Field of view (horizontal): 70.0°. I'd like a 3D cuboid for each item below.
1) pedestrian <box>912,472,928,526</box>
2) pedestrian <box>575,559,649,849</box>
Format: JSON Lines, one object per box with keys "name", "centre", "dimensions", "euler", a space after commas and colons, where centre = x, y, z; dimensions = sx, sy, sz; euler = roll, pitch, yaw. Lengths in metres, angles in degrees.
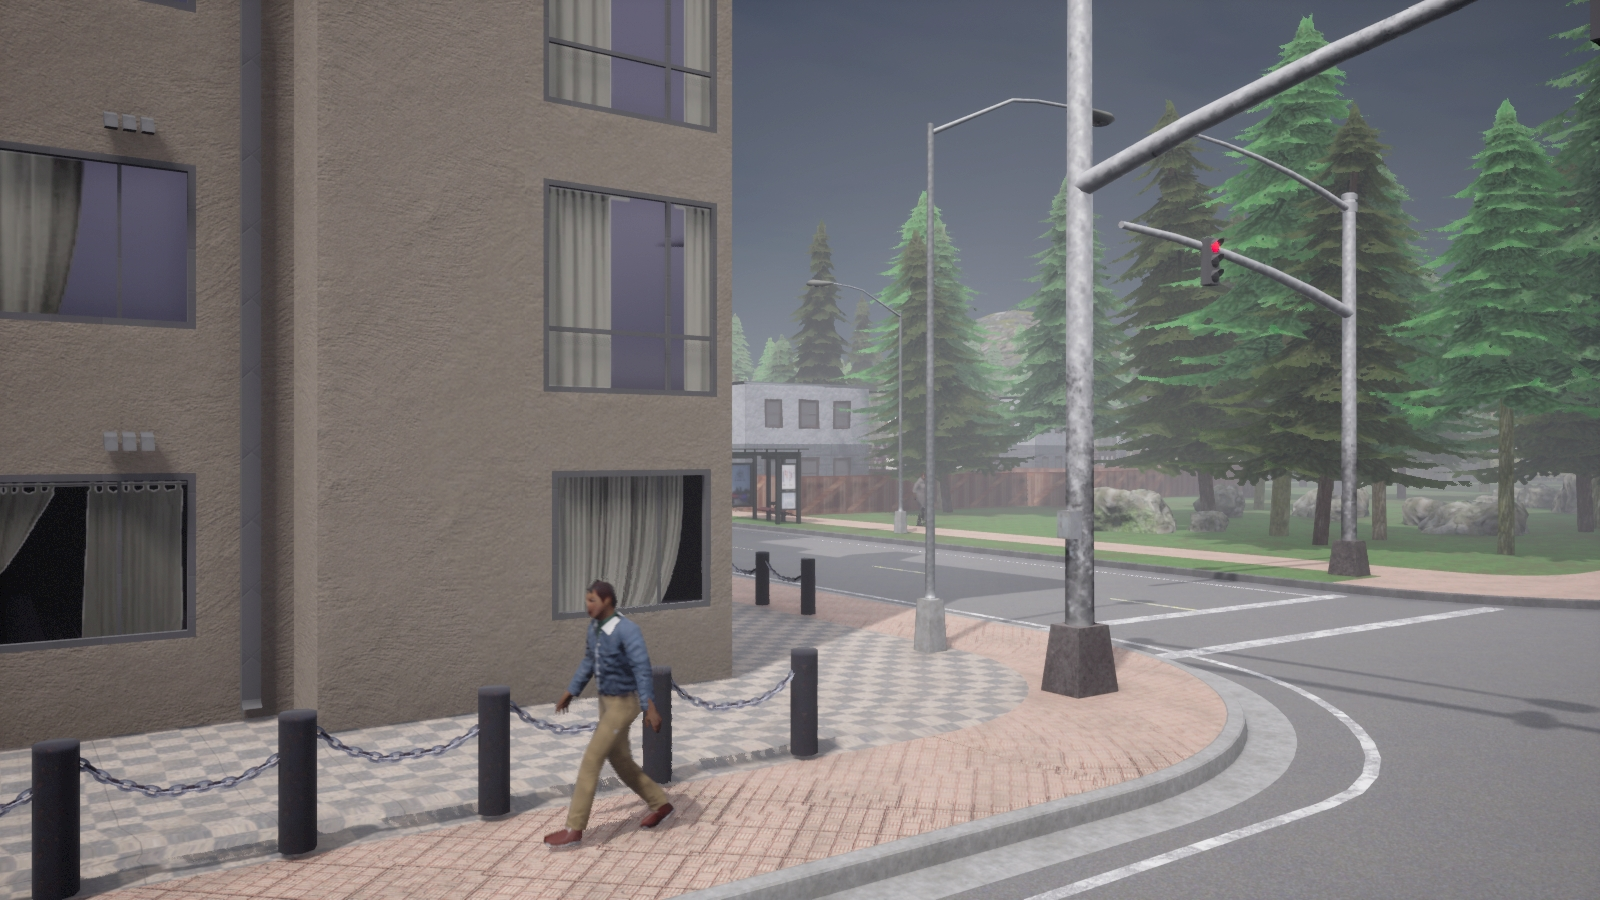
{"name": "pedestrian", "centre": [4.113, 1.676, 39.225], "dimensions": [0.375, 1.860, 0.375], "euler": [0, 0, -34]}
{"name": "pedestrian", "centre": [-1.281, 1.694, 7.780], "dimensions": [0.375, 1.860, 0.375], "euler": [0, 0, -32]}
